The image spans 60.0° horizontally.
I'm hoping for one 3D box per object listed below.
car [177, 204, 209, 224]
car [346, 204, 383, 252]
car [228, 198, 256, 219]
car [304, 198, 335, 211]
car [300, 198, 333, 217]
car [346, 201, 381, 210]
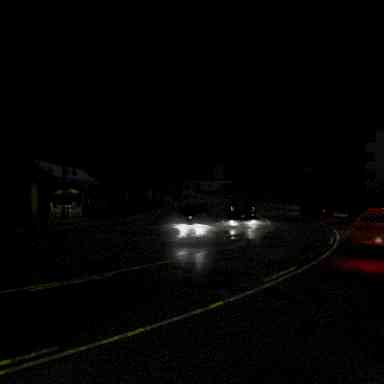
[{"bbox_3d":[0.166,1.559,24.806,1.994,1.385,4.181,0,0,8],"label":"car"},{"bbox_3d":[7.497,1.473,13.314,1.882,1.535,5.008,0,0,30],"label":"car"},{"bbox_3d":[4.187,1.344,28.449,2.097,1.767,4.553,0,0,4],"label":"car"},{"bbox_3d":[15.478,1.478,40.756,2.128,1.511,4.902,0,0,2],"label":"car"},{"bbox_3d":[11.552,1.468,31.214,1.882,1.535,5.008,0,0,3],"label":"car"},{"bbox_3d":[14.823,1.496,28.418,1.837,1.490,4.892,0,1,5],"label":"car"}]
